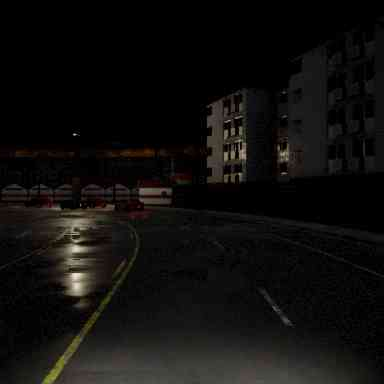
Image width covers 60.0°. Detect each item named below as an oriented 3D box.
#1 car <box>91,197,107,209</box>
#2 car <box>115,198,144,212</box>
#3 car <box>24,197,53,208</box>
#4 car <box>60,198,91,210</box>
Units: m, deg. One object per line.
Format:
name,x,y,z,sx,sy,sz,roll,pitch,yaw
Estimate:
car,-13.746,1.477,45.979,5.008,1.535,1.882,0,0,42
car,-7.383,1.478,38.927,1.882,1.535,5.008,0,0,-36
car,-22.189,1.477,47.971,5.008,1.535,1.882,0,0,31
car,-15.142,1.564,42.387,1.994,1.385,4.181,0,0,-45
